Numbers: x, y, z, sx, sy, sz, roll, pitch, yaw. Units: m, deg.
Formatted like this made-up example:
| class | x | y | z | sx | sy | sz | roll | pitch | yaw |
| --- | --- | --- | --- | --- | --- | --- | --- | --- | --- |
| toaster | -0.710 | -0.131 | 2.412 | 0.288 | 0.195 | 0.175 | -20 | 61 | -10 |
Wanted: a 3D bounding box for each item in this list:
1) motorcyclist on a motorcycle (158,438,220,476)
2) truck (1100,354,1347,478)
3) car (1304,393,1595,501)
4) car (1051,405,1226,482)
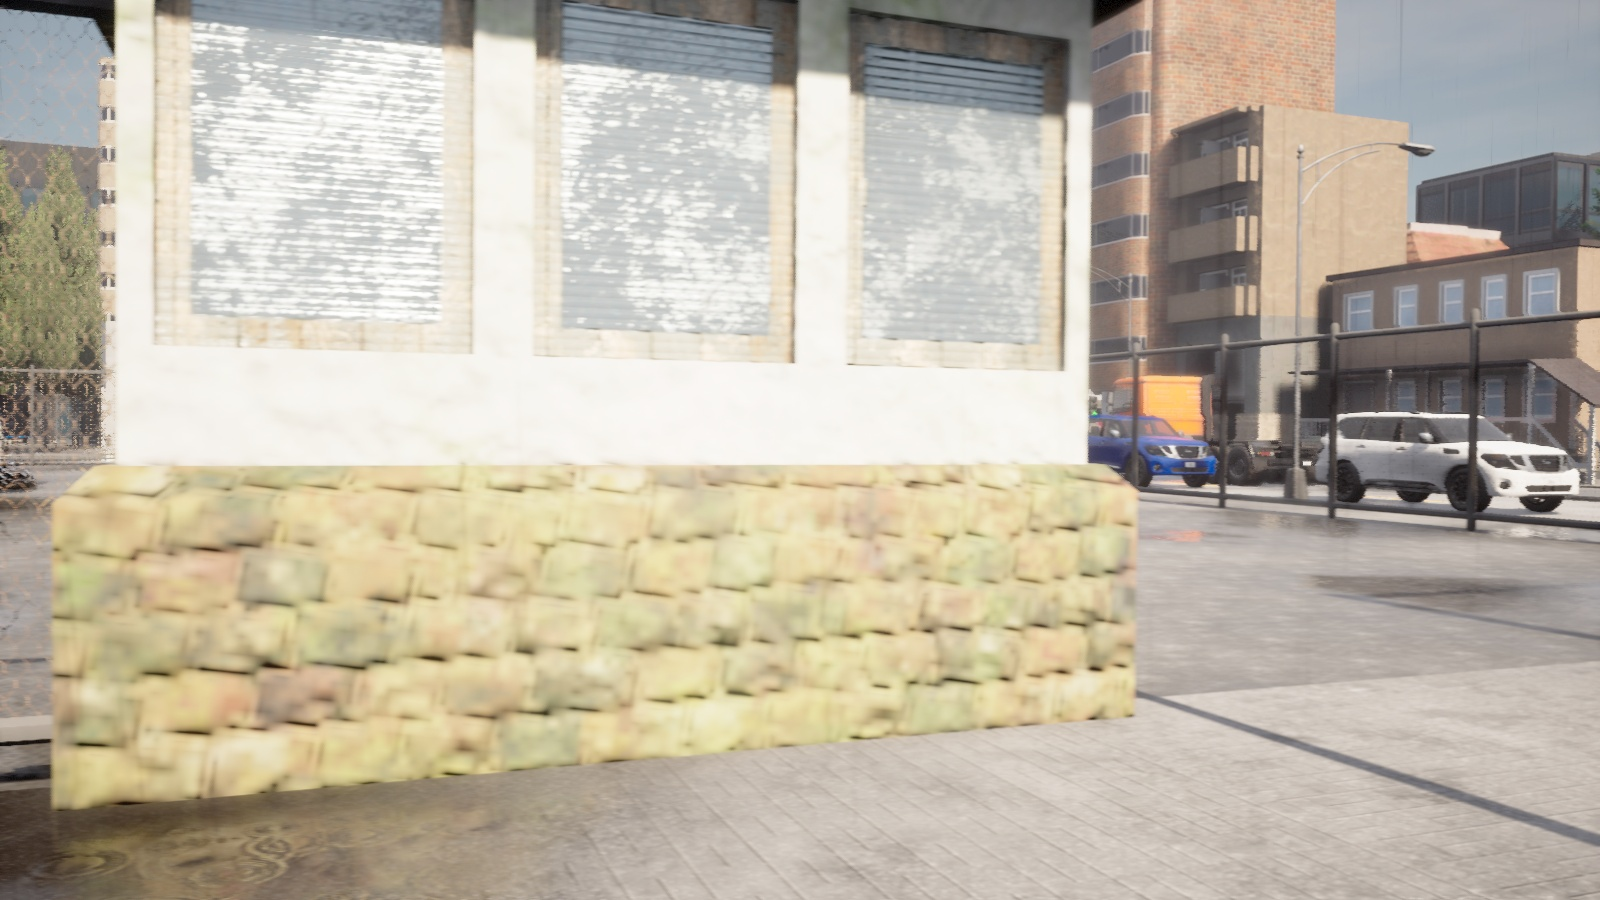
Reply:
| class | x | y | z | sx | sy | sz | roll | pitch | yaw |
| --- | --- | --- | --- | --- | --- | --- | --- | --- | --- |
| motorcyclist on a motorcycle | -25.042 | 0.269 | 51.533 | 2.191 | 1.530 | 0.866 | -1 | 1 | -21 |
| truck | 12.935 | -1.006 | 39.262 | 2.891 | 3.462 | 7.936 | -1 | 1 | -21 |
| car | 13.550 | -0.101 | 26.704 | 2.150 | 2.045 | 5.566 | -1 | 1 | -18 |
| car | 9.723 | -0.221 | 36.620 | 2.150 | 2.045 | 5.566 | -1 | 1 | -19 |
